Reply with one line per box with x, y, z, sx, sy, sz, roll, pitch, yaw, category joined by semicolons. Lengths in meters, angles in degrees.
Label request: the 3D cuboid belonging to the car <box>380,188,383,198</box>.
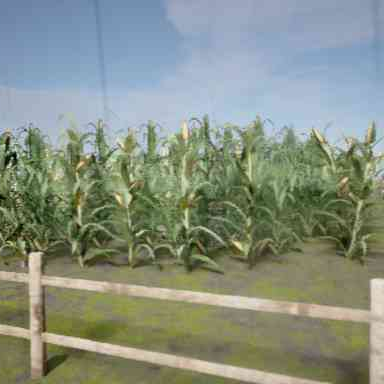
24.322;0.177;40.668;1.837;1.490;4.892;1;1;23;car
